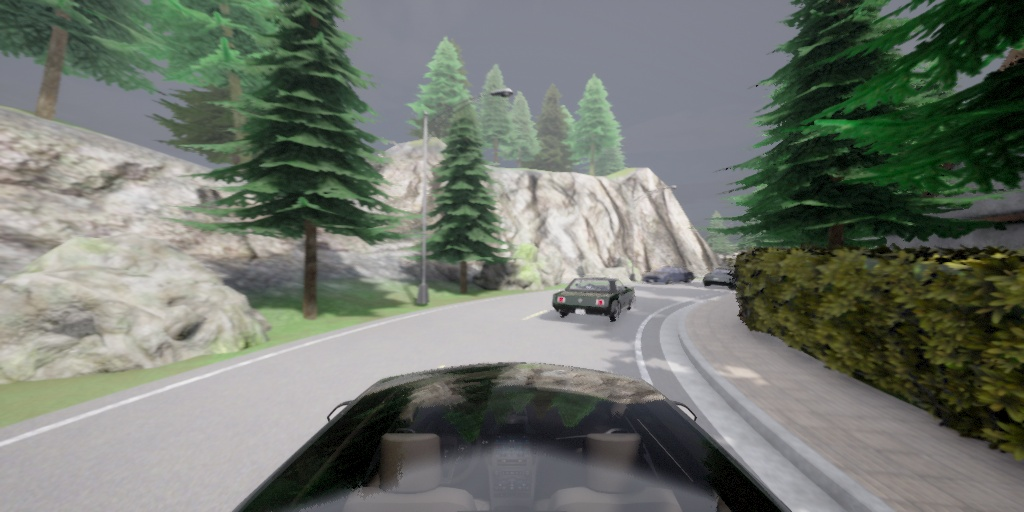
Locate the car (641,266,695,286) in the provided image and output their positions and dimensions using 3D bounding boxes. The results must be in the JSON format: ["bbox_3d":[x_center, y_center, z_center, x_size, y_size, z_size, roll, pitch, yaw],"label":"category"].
[{"bbox_3d":[12.440,1.512,28.357,5.357,1.411,2.033,1,0,-39],"label":"car"}]

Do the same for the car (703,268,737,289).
[{"bbox_3d":[15.716,1.571,26.157,4.181,1.385,1.994,1,0,-39],"label":"car"}]

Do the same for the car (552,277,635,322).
[{"bbox_3d":[3.117,1.410,12.799,1.895,1.301,4.718,1,0,28],"label":"car"}]
